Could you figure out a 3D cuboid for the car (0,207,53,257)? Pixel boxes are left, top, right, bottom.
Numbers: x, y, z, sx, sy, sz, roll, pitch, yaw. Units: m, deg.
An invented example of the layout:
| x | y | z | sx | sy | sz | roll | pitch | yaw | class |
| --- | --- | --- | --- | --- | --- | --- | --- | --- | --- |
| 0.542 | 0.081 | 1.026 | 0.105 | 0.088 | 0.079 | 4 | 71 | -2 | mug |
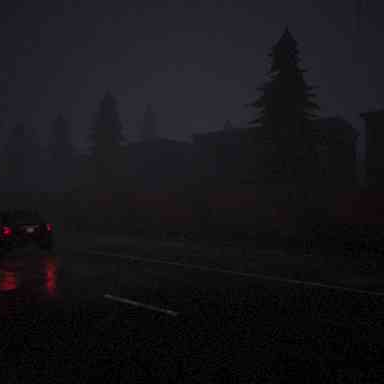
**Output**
| x | y | z | sx | sy | sz | roll | pitch | yaw | class |
| --- | --- | --- | --- | --- | --- | --- | --- | --- | --- |
| -7.808 | 1.483 | 13.747 | 4.553 | 1.767 | 2.097 | -1 | -1 | 36 | car |
